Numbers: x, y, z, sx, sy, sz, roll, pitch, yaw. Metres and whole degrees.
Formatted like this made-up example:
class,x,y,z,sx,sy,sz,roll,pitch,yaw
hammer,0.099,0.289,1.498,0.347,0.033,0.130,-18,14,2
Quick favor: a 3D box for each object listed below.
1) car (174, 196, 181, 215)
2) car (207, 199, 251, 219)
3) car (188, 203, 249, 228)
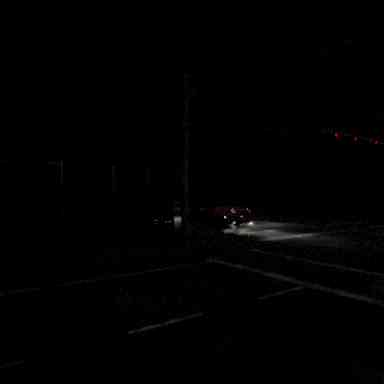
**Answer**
class,x,y,z,sx,sy,sz,roll,pitch,yaw
car,-2.829,1.309,35.343,2.150,2.045,5.566,0,0,-36
car,2.752,1.440,27.557,2.097,1.767,4.553,0,0,-36
car,1.496,1.682,23.229,1.895,1.301,4.718,0,0,-34
